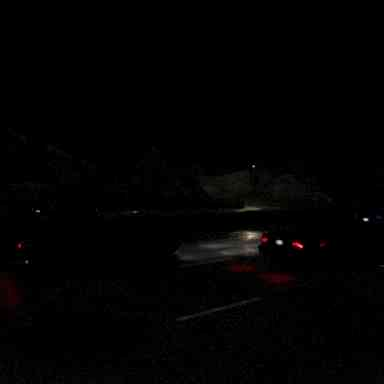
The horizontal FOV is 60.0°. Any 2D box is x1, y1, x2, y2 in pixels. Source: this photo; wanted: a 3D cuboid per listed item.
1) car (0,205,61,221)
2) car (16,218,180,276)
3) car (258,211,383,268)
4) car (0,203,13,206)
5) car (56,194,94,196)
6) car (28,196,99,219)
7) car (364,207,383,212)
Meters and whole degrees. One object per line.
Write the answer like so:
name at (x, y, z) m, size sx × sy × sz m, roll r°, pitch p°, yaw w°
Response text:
car at (-10.064, 1.602, 18.302) m, size 4.718 × 1.301 × 1.895 m, roll 0°, pitch 0°, yaw -35°
car at (-2.728, 1.603, 10.398) m, size 4.718 × 1.301 × 1.895 m, roll 0°, pitch 0°, yaw -35°
car at (4.649, 1.553, 11.352) m, size 5.357 × 1.411 × 2.033 m, roll 0°, pitch 0°, yaw -35°
car at (-15.986, 1.566, 26.972) m, size 4.181 × 1.385 × 1.994 m, roll 0°, pitch 0°, yaw -35°
car at (-10.400, 1.225, 26.650) m, size 5.566 × 2.045 × 2.150 m, roll 0°, pitch 0°, yaw -35°
car at (-9.009, 1.357, 23.340) m, size 4.553 × 1.767 × 2.097 m, roll 0°, pitch 0°, yaw -35°
car at (11.924, 1.625, 20.845) m, size 4.181 × 1.385 × 1.994 m, roll 1°, pitch 0°, yaw -35°
